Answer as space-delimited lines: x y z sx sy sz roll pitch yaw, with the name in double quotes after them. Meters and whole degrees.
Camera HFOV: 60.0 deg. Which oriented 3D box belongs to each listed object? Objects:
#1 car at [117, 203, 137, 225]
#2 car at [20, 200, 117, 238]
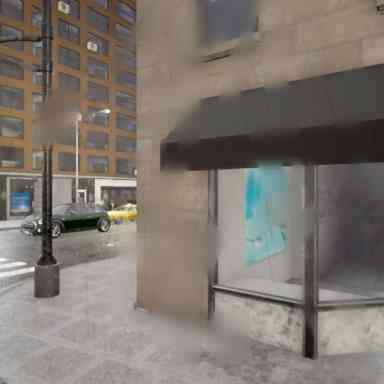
-4.825 1.547 24.633 1.752 1.417 4.829 0 0 36 "car"
-6.626 1.365 17.807 2.097 1.767 4.553 0 0 36 "car"
